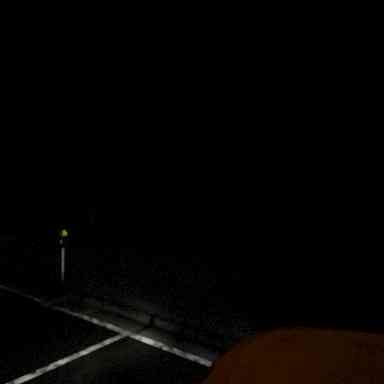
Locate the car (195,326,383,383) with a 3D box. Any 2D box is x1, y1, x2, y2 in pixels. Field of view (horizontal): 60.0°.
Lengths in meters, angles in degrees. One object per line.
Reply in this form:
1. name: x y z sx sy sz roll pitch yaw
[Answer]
1. car: 2.377 1.454 1.650 5.366 1.575 1.801 0 0 37
